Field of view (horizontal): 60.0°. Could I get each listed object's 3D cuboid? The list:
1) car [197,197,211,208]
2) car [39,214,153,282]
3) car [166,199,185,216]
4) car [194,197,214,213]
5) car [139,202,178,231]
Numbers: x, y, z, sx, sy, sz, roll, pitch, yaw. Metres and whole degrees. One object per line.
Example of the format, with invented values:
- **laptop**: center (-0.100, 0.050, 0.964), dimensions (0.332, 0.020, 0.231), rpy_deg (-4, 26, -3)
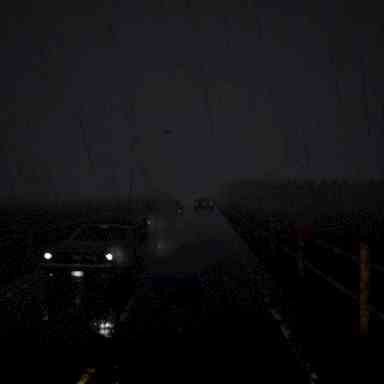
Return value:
- **car**: center (1.741, 1.503, 48.600), dimensions (1.895, 1.301, 4.718), rpy_deg (0, 0, 2)
- **car**: center (-2.552, 1.565, 9.827), dimensions (1.895, 1.301, 4.718), rpy_deg (0, 0, 2)
- **car**: center (-1.731, 1.429, 31.999), dimensions (1.837, 1.490, 4.892), rpy_deg (0, 0, 3)
- **car**: center (1.322, 1.286, 36.547), dimensions (2.097, 1.767, 4.553), rpy_deg (0, 0, 2)
- **car**: center (-2.189, 1.511, 20.086), dimensions (1.994, 1.385, 4.181), rpy_deg (0, 0, 2)
